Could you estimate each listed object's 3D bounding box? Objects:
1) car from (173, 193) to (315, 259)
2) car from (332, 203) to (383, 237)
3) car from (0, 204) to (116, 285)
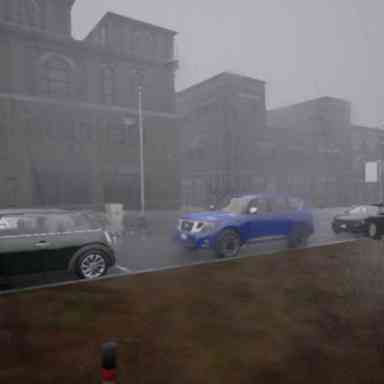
[{"bbox_3d":[2.058,1.072,12.073,5.566,2.045,2.435,0,0,-33],"label":"car"},{"bbox_3d":[9.340,1.374,17.280,5.008,1.535,2.097,0,0,-33],"label":"car"},{"bbox_3d":[-4.166,1.173,7.619,4.553,1.767,2.185,1,0,-33],"label":"car"}]
